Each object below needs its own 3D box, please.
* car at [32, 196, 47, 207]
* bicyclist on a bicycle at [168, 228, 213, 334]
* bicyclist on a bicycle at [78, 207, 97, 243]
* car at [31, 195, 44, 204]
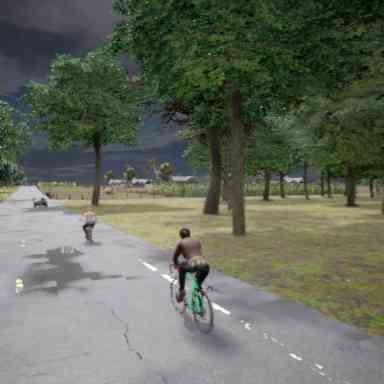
[{"bbox_3d":[-23.825,1.613,52.315,1.812,1.442,4.674,-1,1,-26],"label":"car"},{"bbox_3d":[-0.056,1.461,5.770,0.582,1.620,1.656,-1,0,-26],"label":"bicyclist on a bicycle"},{"bbox_3d":[-4.759,1.491,15.322,0.866,1.612,1.509,-1,0,-26],"label":"bicyclist on a bicycle"},{"bbox_3d":[-31.188,1.454,67.115,2.128,1.511,4.902,-1,1,-26],"label":"car"}]
